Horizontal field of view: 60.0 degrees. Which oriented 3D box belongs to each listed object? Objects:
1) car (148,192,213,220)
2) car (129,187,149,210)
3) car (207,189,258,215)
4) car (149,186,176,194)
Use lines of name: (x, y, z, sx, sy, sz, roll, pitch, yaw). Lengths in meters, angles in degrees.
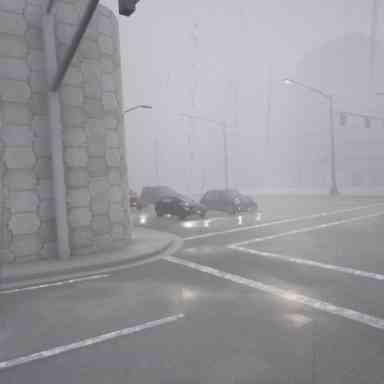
car: (-0.922, 0.981, 22.875, 1.812, 1.442, 4.674, -5, 3, -35)
car: (-6.533, 0.676, 30.788, 2.150, 2.045, 5.566, -5, 3, -35)
car: (2.546, 0.577, 23.993, 2.097, 1.767, 4.553, -5, 3, -35)
car: (-2.990, 0.445, 31.824, 2.150, 2.045, 5.566, -5, 3, -35)
